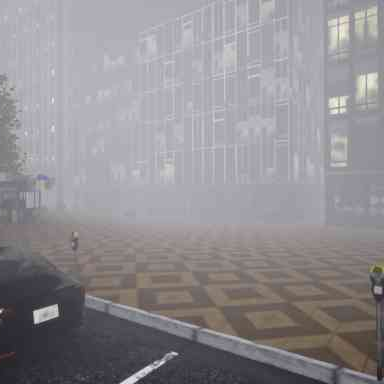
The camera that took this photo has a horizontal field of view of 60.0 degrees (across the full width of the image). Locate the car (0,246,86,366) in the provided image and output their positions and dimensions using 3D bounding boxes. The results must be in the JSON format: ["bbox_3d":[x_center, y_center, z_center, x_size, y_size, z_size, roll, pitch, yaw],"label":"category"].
[{"bbox_3d":[-3.523,1.566,5.383,4.313,1.339,1.947,0,0,35],"label":"car"}]
